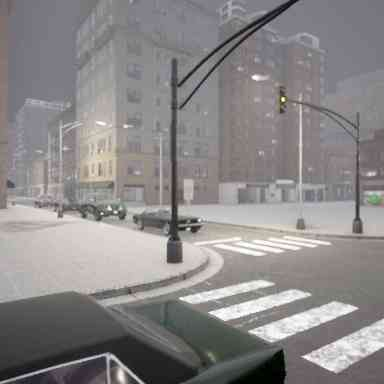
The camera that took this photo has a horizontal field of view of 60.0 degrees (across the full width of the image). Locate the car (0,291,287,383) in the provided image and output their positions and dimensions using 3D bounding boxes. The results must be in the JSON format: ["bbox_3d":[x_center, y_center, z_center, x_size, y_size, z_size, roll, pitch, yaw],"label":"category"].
[{"bbox_3d":[-1.534,1.601,2.314,4.718,1.301,1.895,0,0,-37],"label":"car"}]

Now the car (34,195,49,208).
[{"bbox_3d":[-18.874,1.137,42.794,2.097,1.767,4.553,0,0,-35],"label":"car"}]

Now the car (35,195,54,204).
[{"bbox_3d":[-25.220,1.267,56.691,2.033,1.411,5.357,0,0,-35],"label":"car"}]

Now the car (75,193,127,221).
[{"bbox_3d":[-7.098,1.099,26.202,2.150,2.045,5.566,0,0,-35],"label":"car"}]

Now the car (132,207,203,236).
[{"bbox_3d":[-1.453,1.524,18.299,1.895,1.301,4.718,0,0,-36],"label":"car"}]

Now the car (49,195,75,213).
[{"bbox_3d":[-12.969,1.309,34.459,1.882,1.535,5.008,0,0,-36],"label":"car"}]
